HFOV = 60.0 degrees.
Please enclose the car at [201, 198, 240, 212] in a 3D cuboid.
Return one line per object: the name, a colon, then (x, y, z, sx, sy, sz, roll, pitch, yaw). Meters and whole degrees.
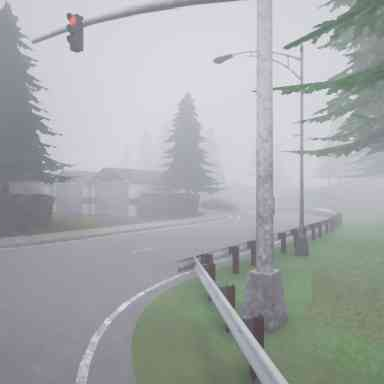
car: (3.252, 1.484, 37.877, 4.902, 1.511, 2.128, 0, 0, 44)
